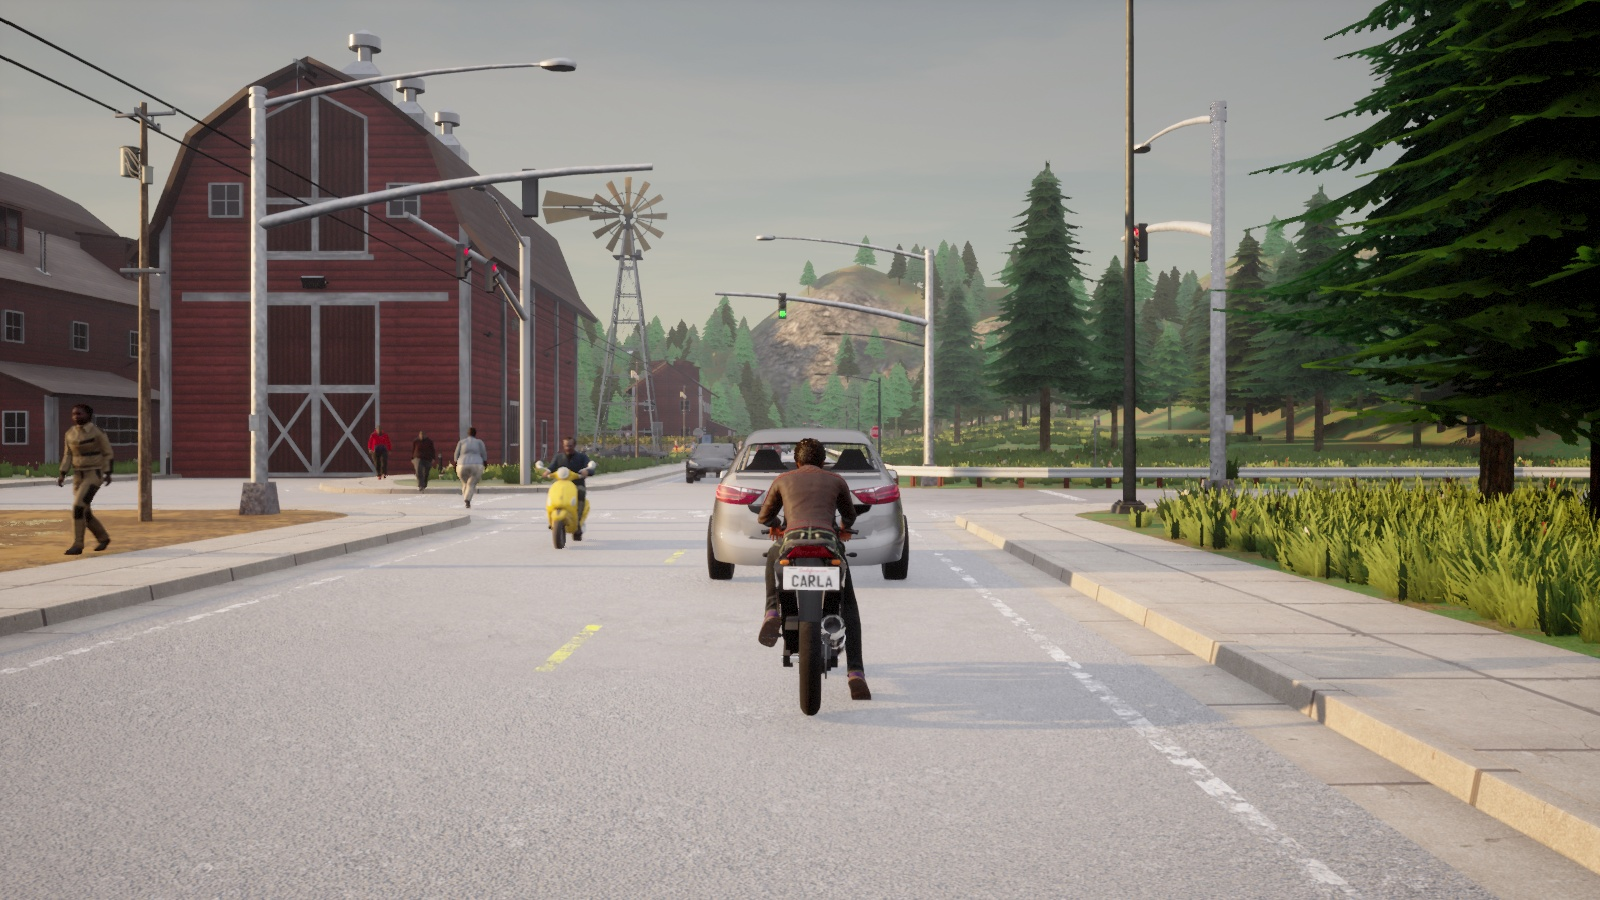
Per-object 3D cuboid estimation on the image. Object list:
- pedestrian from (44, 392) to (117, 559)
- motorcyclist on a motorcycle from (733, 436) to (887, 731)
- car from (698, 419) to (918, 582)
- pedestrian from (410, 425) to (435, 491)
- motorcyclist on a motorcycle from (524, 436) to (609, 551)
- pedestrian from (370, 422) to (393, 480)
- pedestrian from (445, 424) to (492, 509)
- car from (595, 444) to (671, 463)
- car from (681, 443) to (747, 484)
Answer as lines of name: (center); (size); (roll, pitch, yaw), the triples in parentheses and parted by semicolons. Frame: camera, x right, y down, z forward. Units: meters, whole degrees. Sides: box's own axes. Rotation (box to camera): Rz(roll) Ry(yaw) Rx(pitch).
pedestrian: (-8.553, 0.294, 14.948); (0.396, 1.930, 0.692); (0, 0, 10)
motorcyclist on a motorcycle: (0.058, 0.686, 7.516); (0.797, 1.523, 2.044); (0, 0, 0)
car: (0.100, 0.505, 15.143); (2.242, 1.667, 4.611); (0, 0, 1)
pedestrian: (-10.804, 0.226, 35.956); (0.634, 1.844, 0.899); (0, 0, -12)
motorcyclist on a motorcycle: (-3.361, 0.594, 18.206); (0.866, 1.590, 1.817); (0, 0, 1)
pedestrian: (-13.413, 0.020, 40.228); (0.634, 1.844, 0.899); (0, 0, -24)
pedestrian: (-7.361, 0.358, 27.945); (0.874, 1.855, 0.900); (0, 0, -5)
car: (-12.284, 0.261, 92.678); (5.357, 1.411, 2.033); (0, 0, -1)
car: (-3.211, 0.474, 47.878); (2.163, 1.488, 4.792); (0, 0, 0)
